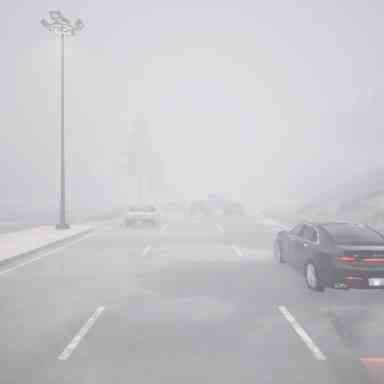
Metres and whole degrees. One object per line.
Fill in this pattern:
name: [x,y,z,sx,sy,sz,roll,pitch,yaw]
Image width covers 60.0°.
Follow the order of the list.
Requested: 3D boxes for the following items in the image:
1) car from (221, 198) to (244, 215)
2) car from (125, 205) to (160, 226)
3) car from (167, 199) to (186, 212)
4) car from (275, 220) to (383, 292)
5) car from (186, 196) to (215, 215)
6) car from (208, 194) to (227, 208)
car: [4.299,1.563,33.875,1.994,1.385,4.181,0,0,8]
car: [-3.368,1.600,23.568,1.895,1.301,4.718,0,0,0]
car: [-1.620,1.526,39.152,1.812,1.442,4.674,0,0,13]
car: [3.597,1.504,8.897,1.837,1.490,4.892,0,0,0]
car: [0.926,1.505,34.314,1.837,1.490,4.892,0,0,9]
car: [3.410,1.221,44.489,2.150,2.045,5.566,0,0,16]
